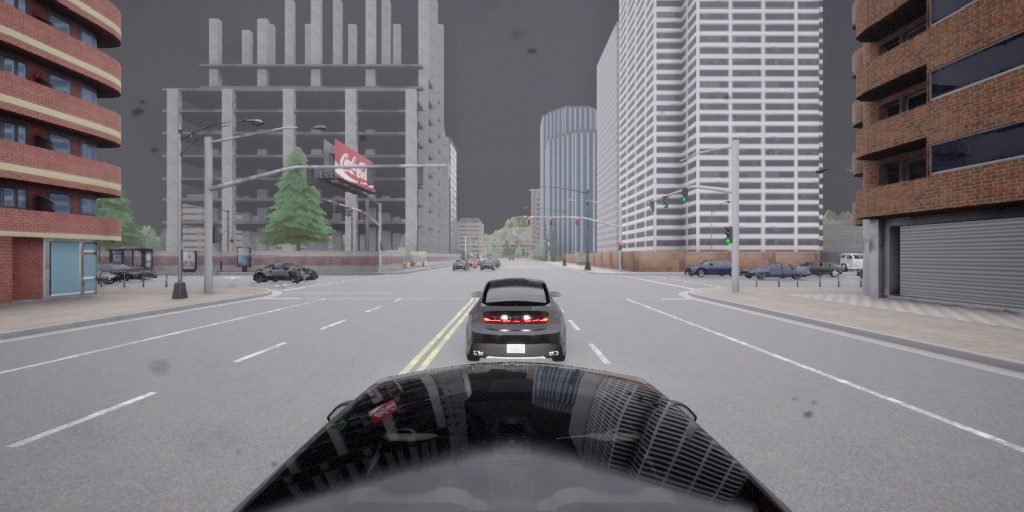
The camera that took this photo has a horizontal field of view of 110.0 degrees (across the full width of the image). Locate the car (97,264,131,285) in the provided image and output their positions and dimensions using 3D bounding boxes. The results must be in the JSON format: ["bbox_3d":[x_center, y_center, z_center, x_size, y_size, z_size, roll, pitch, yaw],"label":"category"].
[{"bbox_3d":[-29.269,1.241,23.975,4.902,1.511,2.128,0,0,0],"label":"car"}]

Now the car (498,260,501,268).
[{"bbox_3d":[-3.295,1.102,60.422,2.097,1.767,4.553,0,0,0],"label":"car"}]

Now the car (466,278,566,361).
[{"bbox_3d":[0.093,1.255,8.235,1.837,1.490,4.892,0,0,1],"label":"car"}]

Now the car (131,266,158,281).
[{"bbox_3d":[-30.555,1.298,27.471,5.357,1.411,2.033,0,0,0],"label":"car"}]

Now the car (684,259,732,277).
[{"bbox_3d":[19.214,1.102,34.700,4.553,1.767,2.097,0,0,0],"label":"car"}]

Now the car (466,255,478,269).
[{"bbox_3d":[-6.812,1.102,57.973,2.097,1.767,4.553,0,0,0],"label":"car"}]

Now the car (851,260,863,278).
[{"bbox_3d":[32.716,1.314,31.192,4.181,1.385,1.994,0,0,0],"label":"car"}]

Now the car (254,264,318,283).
[{"bbox_3d":[-17.297,1.314,27.566,4.181,1.385,1.994,0,0,-1],"label":"car"}]

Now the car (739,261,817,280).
[{"bbox_3d":[22.804,1.297,31.202,5.357,1.411,2.033,0,0,0],"label":"car"}]

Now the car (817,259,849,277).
[{"bbox_3d":[29.064,1.255,34.695,4.892,1.490,1.837,0,0,0],"label":"car"}]

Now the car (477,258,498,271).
[{"bbox_3d":[-3.360,1.255,50.297,1.837,1.490,4.892,0,0,0],"label":"car"}]

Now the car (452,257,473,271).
[{"bbox_3d":[-6.869,1.255,48.767,1.837,1.490,4.892,0,0,0],"label":"car"}]
